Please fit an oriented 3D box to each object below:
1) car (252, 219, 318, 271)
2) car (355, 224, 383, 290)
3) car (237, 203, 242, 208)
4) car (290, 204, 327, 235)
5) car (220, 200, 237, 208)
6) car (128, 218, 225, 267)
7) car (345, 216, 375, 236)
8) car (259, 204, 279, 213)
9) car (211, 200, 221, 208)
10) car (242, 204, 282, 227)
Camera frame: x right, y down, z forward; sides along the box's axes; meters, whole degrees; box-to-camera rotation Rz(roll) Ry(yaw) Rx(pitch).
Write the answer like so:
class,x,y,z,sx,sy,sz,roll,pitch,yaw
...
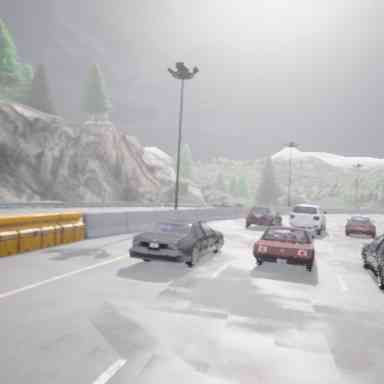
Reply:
class,x,y,z,sx,sy,sz,roll,pitch,yaw
car,3.580,1.938,12.435,1.895,1.301,4.718,3,-1,20
car,6.377,2.003,9.931,2.033,1.411,5.357,3,-1,20
car,11.188,2.878,62.347,2.033,1.411,5.357,2,-1,38
car,8.769,1.983,25.042,2.150,2.045,5.566,3,0,26
car,8.279,2.746,64.216,2.033,1.411,5.357,2,-1,38
car,-0.273,1.678,12.090,2.033,1.411,5.357,3,-1,20
car,12.539,2.521,24.793,1.994,1.385,4.181,3,-1,26
car,13.916,3.011,60.092,1.994,1.385,4.181,2,-1,38
car,5.756,2.449,66.670,2.097,1.767,4.553,3,-1,38
car,6.013,1.993,27.342,2.097,1.767,4.553,3,-1,26
